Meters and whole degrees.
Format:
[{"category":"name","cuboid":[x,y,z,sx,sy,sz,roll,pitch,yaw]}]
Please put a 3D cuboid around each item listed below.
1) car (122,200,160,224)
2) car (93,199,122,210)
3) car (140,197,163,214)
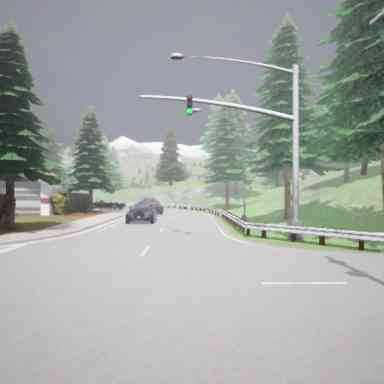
[{"category":"car","cuboid":[-3.721,1.557,24.951,1.994,1.385,4.181,0,0,-2]},{"category":"car","cuboid":[-10.949,1.597,42.555,4.718,1.301,1.895,0,0,15]},{"category":"car","cuboid":[-4.455,1.343,34.749,2.097,1.767,4.553,0,0,-19]}]
